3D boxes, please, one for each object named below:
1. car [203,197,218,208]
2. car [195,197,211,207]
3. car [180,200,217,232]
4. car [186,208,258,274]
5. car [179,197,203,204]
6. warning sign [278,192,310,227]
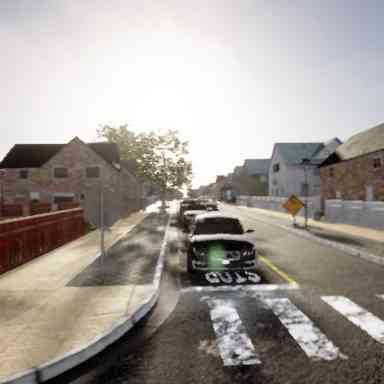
[{"bbox_3d":[2.208,1.593,43.148,1.895,1.301,4.718,-1,0,-2],"label":"car"},{"bbox_3d":[1.681,1.527,53.121,2.128,1.511,4.902,-1,0,-3],"label":"car"},{"bbox_3d":[0.299,1.515,22.511,1.812,1.442,4.674,-1,0,-3],"label":"car"},{"bbox_3d":[0.803,1.483,10.659,1.837,1.490,4.892,-1,0,-1],"label":"car"},{"bbox_3d":[-0.263,1.492,34.375,1.882,1.535,5.008,-1,0,-3],"label":"car"},{"bbox_3d":[5.786,1.014,18.941,1.300,1.860,1.060,-4,-3,-3],"label":"warning sign"}]
